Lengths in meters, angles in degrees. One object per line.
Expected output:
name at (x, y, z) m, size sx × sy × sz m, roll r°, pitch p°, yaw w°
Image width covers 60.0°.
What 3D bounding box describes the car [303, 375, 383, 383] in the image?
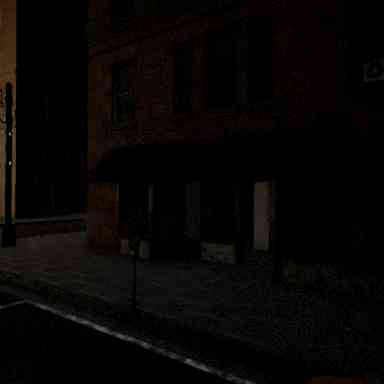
car at (2.440, 1.539, 1.070) m, size 4.829 × 1.417 × 1.752 m, roll 1°, pitch 0°, yaw 35°
